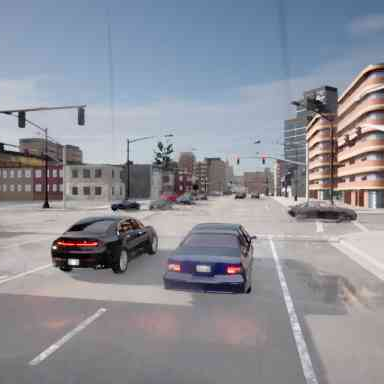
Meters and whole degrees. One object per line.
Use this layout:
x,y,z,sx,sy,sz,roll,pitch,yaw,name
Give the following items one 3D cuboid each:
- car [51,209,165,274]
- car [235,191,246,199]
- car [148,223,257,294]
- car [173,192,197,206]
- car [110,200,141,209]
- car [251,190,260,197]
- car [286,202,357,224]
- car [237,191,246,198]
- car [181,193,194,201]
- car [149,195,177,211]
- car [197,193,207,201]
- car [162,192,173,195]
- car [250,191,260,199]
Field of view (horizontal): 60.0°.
-2.511,1.505,10.700,1.837,1.490,4.892,0,0,11,car
11.087,0.902,77.067,1.994,1.385,4.181,0,1,11,car
0.707,1.547,8.957,2.033,1.411,5.357,0,0,11,car
-1.029,1.164,52.162,2.097,1.767,4.553,0,1,11,car
-7.483,1.551,37.734,1.895,1.301,4.718,0,0,12,car
16.337,0.464,85.645,2.097,1.767,4.553,0,1,11,car
9.585,1.477,24.836,4.902,1.511,2.128,0,0,14,car
12.981,0.552,86.719,2.097,1.767,4.553,0,1,11,car
-0.877,1.026,70.624,1.812,1.442,4.674,0,1,11,car
-3.614,1.453,39.153,1.837,1.490,4.892,0,0,12,car
1.886,1.054,66.655,2.128,1.511,4.902,0,1,12,car
-3.979,0.997,55.280,2.150,2.045,5.566,0,1,11,car
14.335,0.881,75.441,2.128,1.511,4.902,0,1,11,car
